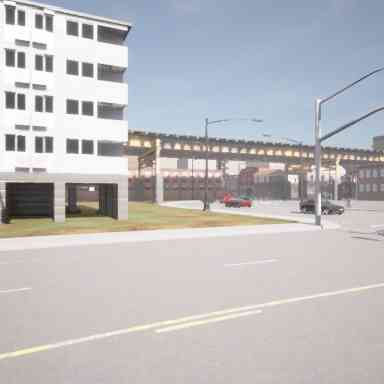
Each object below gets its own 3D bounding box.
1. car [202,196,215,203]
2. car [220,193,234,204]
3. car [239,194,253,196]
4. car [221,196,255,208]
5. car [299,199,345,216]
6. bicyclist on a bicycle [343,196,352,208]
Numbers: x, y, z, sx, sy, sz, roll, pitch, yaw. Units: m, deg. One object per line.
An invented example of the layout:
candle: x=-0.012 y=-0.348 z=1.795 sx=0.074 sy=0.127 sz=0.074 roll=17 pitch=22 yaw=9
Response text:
car: x=3.277 y=1.566 z=67.106 sx=1.994 sy=1.385 sz=4.181 roll=0 pitch=0 yaw=15
car: x=6.751 y=1.221 z=65.725 sx=2.150 sy=2.045 sz=5.566 roll=0 pitch=0 yaw=11
car: x=11.346 y=1.525 z=75.425 sx=2.128 sy=1.511 sz=4.902 roll=0 pitch=0 yaw=41
car: x=6.506 y=1.600 z=46.775 sx=1.895 sy=1.301 sz=4.718 roll=0 pitch=0 yaw=-25
car: x=12.893 y=1.504 z=33.206 sx=1.837 sy=1.490 sz=4.892 roll=0 pitch=0 yaw=-25
bicyclist on a bicycle: x=20.236 y=1.303 z=43.344 sx=1.656 sy=1.620 sz=0.582 roll=0 pitch=0 yaw=-25
